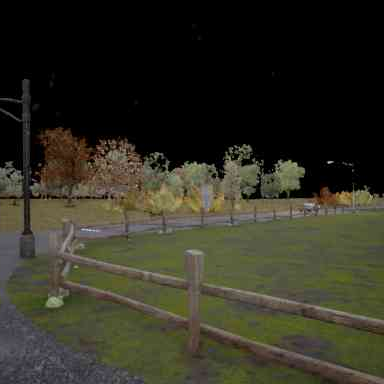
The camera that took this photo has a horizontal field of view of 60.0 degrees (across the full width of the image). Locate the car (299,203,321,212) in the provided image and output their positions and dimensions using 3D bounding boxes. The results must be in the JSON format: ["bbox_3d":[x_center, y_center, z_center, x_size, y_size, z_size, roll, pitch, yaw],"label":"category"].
[{"bbox_3d":[18.818,2.448,53.000,2.033,1.411,5.357,-1,-2,40],"label":"car"}]
